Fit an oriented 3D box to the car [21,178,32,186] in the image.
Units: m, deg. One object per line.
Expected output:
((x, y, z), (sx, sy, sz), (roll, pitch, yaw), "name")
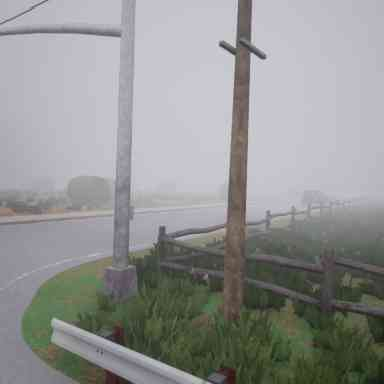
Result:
((-39.123, -2.288, 79.210), (1.905, 1.878, 3.866), (8, 2, -13), "car")

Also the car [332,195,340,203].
((21.214, 1.139, 50.693), (1.994, 1.385, 4.181), (3, 2, 33), "car")

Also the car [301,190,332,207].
((15.461, 0.817, 41.796), (2.150, 2.045, 5.566), (3, 2, 34), "car")
